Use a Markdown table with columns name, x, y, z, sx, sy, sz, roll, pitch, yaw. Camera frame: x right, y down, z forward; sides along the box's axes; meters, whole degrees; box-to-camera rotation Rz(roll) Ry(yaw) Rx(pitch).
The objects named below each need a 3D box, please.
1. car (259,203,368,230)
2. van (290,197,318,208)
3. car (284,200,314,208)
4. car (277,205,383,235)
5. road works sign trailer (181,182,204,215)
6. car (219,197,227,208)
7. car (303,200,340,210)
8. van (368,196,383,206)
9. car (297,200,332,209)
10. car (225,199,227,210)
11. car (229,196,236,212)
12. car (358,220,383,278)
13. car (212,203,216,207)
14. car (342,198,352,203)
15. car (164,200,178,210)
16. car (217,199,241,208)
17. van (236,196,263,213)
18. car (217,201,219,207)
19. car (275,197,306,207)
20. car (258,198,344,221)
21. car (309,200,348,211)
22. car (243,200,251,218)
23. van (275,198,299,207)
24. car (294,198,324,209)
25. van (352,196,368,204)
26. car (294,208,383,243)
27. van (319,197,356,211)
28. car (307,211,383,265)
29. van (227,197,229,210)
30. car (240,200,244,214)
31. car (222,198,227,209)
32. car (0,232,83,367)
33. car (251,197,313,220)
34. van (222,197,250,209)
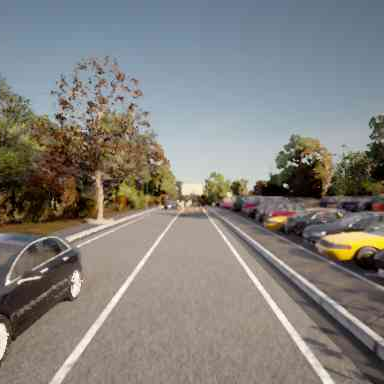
| name | x | y | z | sx | sy | sz | roll | pitch | yaw |
| --- | --- | --- | --- | --- | --- | --- | --- | --- | --- |
| car | 6.875 | 1.588 | 19.114 | 5.366 | 1.575 | 1.946 | 0 | 0 | 0 |
| van | 20.409 | 1.967 | 60.482 | 4.442 | 1.987 | 1.878 | 0 | -1 | 0 |
| car | 20.296 | 2.253 | 63.248 | 4.892 | 1.521 | 2.231 | 0 | -1 | 0 |
| car | 7.045 | 1.577 | 16.337 | 4.892 | 1.521 | 2.231 | 0 | 0 | 0 |
| road works sign trailer | 0.042 | 0.724 | 36.135 | 2.380 | 3.560 | 2.880 | 0 | -1 | -1 |
| car | 7.188 | 2.021 | 52.403 | 5.008 | 1.535 | 2.097 | 0 | -1 | 0 |
| car | 20.257 | 2.014 | 52.169 | 5.008 | 1.535 | 2.097 | 0 | -1 | 0 |
| van | 20.307 | 1.435 | 32.802 | 4.442 | 1.987 | 1.878 | 0 | 0 | 0 |
| car | 20.267 | 2.076 | 55.064 | 5.008 | 1.535 | 2.097 | 0 | -1 | 0 |
| car | 7.155 | 1.883 | 44.076 | 4.674 | 1.452 | 2.002 | 0 | -1 | 0 |
| car | 7.150 | 1.429 | 35.771 | 5.566 | 2.045 | 2.435 | 0 | 0 | 0 |
| car | 6.991 | 1.561 | 8.008 | 4.792 | 1.488 | 2.163 | 0 | 0 | 0 |
| car | 7.195 | 2.008 | 63.511 | 5.566 | 2.045 | 2.435 | 0 | -1 | 0 |
| car | 20.216 | 1.717 | 38.322 | 5.008 | 1.535 | 2.097 | 0 | -1 | 0 |
| car | -3.217 | 1.997 | 50.739 | 2.128 | 1.511 | 4.902 | 0 | -1 | 1 |
| car | 7.265 | 2.196 | 66.279 | 4.553 | 1.767 | 2.185 | 0 | -1 | 0 |
| van | 6.995 | 1.439 | 32.995 | 4.442 | 1.987 | 1.878 | 0 | 0 | 0 |
| car | 7.205 | 2.181 | 57.954 | 4.674 | 1.452 | 2.002 | 0 | -1 | 0 |
| car | 20.350 | 2.127 | 68.789 | 5.566 | 2.045 | 2.435 | 0 | -2 | 0 |
| car | 7.040 | 1.480 | 21.890 | 4.553 | 1.767 | 2.185 | 0 | 0 | 0 |
| car | 20.246 | 1.956 | 49.399 | 4.892 | 1.521 | 2.231 | 0 | -1 | 0 |
| car | 7.086 | 1.635 | 27.442 | 5.008 | 1.535 | 2.097 | 0 | 0 | 0 |
| van | 20.450 | 2.231 | 71.679 | 4.442 | 1.987 | 1.878 | 0 | -2 | 0 |
| car | 20.250 | 2.007 | 57.712 | 4.553 | 1.767 | 2.185 | 0 | -1 | 0 |
| van | 20.085 | 1.451 | 35.706 | 4.442 | 1.987 | 1.878 | 0 | -1 | 0 |
| car | 7.047 | 1.562 | 13.561 | 4.892 | 1.521 | 2.231 | 0 | 0 | 0 |
| van | 20.358 | 1.670 | 46.634 | 4.442 | 1.987 | 1.878 | 0 | -1 | 0 |
| car | 6.845 | 1.543 | 10.785 | 5.366 | 1.575 | 1.946 | 0 | 0 | 0 |
| van | 7.025 | 1.558 | 41.307 | 4.442 | 1.987 | 1.878 | 0 | -1 | 0 |
| car | 7.104 | 1.690 | 30.217 | 4.674 | 1.452 | 2.002 | 0 | 0 | 0 |
| car | 7.132 | 1.932 | 46.853 | 4.792 | 1.488 | 2.163 | 0 | -1 | 0 |
| car | -3.345 | 1.528 | 5.634 | 1.837 | 1.490 | 4.892 | 0 | 0 | 0 |
| car | 7.050 | 1.495 | 24.666 | 4.553 | 1.767 | 2.185 | 0 | 0 | 0 |
| van | 7.309 | 1.855 | 55.184 | 4.442 | 1.987 | 1.878 | 0 | -1 | 0 |
